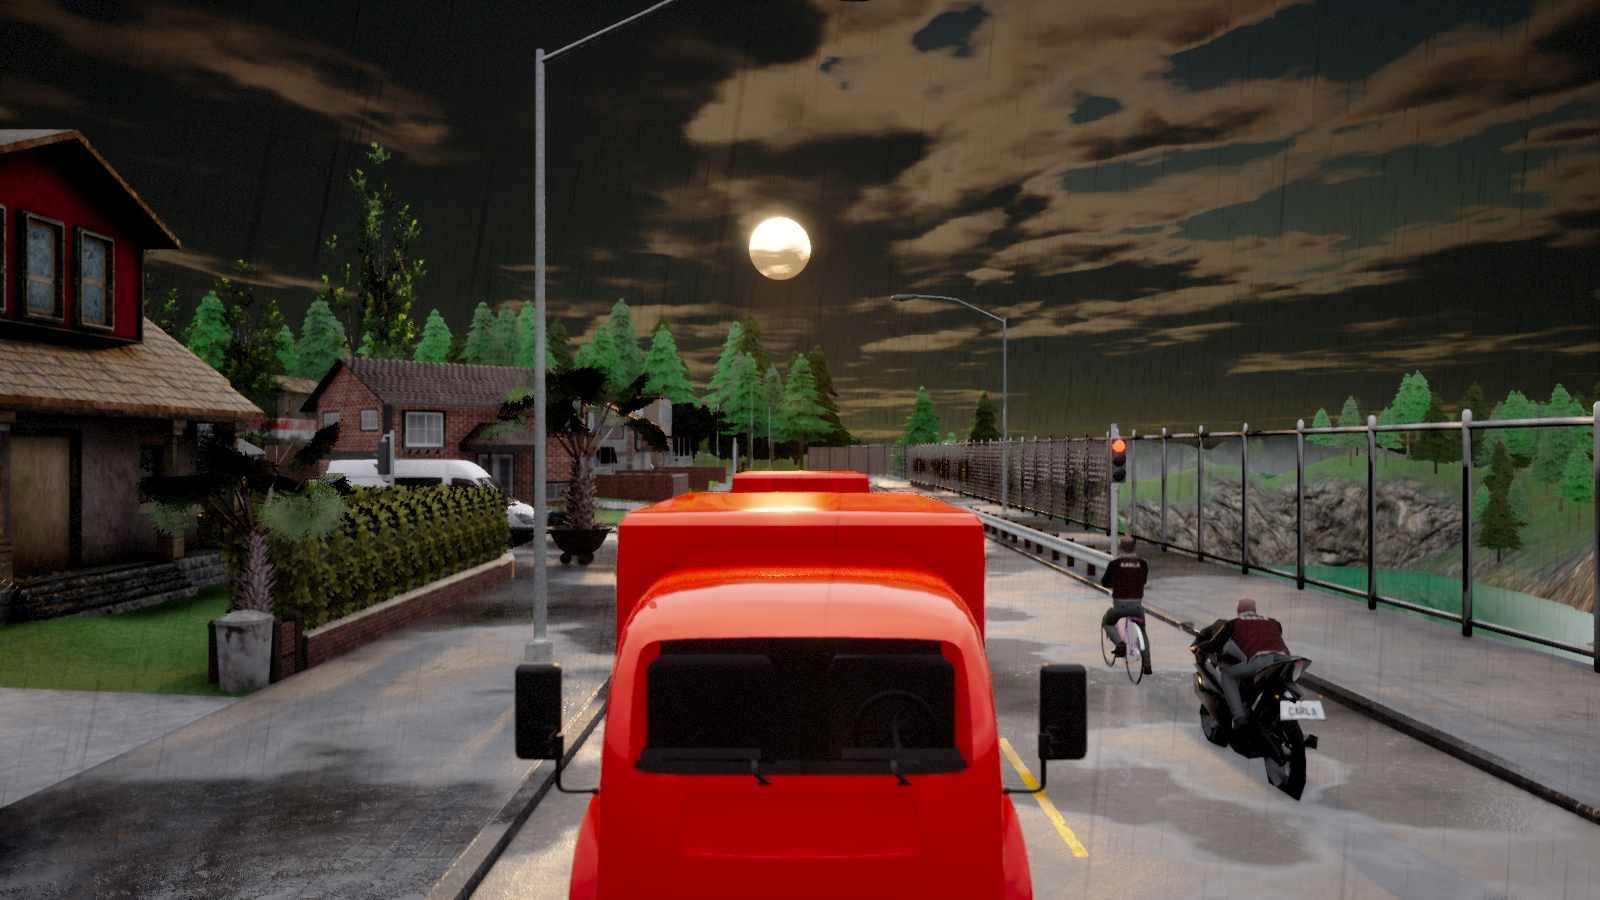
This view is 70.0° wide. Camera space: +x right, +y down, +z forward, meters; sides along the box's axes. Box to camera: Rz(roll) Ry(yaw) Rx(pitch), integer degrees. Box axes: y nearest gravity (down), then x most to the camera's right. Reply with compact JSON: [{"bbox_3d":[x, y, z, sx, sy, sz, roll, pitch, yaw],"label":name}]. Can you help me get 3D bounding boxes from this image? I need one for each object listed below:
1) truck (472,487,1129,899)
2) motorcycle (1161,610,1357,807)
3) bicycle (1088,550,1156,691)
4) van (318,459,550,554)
[{"bbox_3d":[0.000,1.565,7.179,2.627,2.467,5.204,0,0,0],"label":"truck"},{"bbox_3d":[4.000,2.210,10.191,0.867,1.251,2.209,0,0,0],"label":"motorcycle"},{"bbox_3d":[3.986,2.066,14.240,0.329,1.471,1.835,0,0,0],"label":"bicycle"},{"bbox_3d":[-10.217,1.548,32.203,5.915,2.561,1.988,0,0,0],"label":"van"}]
